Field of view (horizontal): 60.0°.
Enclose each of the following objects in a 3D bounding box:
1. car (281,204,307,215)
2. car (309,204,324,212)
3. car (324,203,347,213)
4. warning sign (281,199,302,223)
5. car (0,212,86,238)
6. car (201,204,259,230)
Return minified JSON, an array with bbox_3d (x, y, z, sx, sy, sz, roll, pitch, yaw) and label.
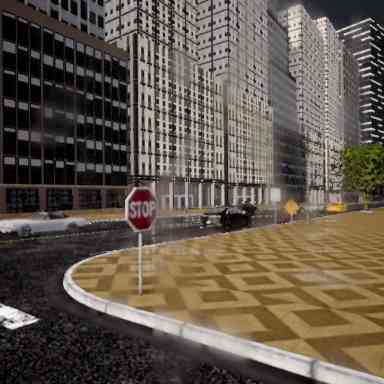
[{"bbox_3d":[13.359,2.244,44.172,1.837,1.490,4.892,-1,-1,37],"label":"car"},{"bbox_3d":[19.408,2.507,52.505,1.895,1.301,4.718,-1,-1,36],"label":"car"},{"bbox_3d":[22.010,2.342,50.390,1.882,1.535,5.008,-1,-1,36],"label":"car"},{"bbox_3d":[7.975,1.504,26.553,1.300,1.860,1.060,0,0,36],"label":"warning sign"},{"bbox_3d":[-8.805,1.847,19.652,1.895,1.301,4.718,-1,-1,36],"label":"car"},{"bbox_3d":[2.539,1.824,23.802,2.128,1.511,4.902,-1,-1,36],"label":"car"}]
